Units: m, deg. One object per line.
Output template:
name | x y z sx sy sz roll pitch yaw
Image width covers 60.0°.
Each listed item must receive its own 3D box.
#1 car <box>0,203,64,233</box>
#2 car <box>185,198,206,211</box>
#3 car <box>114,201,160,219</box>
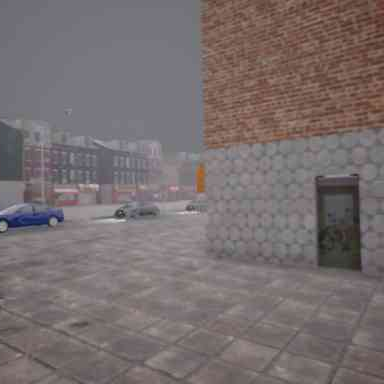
car | -10.365 1.499 20.397 1.882 1.535 5.008 -2 0 35
car | 1.070 1.370 36.601 1.994 1.385 4.181 -2 0 35
car | -4.678 1.480 28.469 1.994 1.385 4.181 -2 0 35
